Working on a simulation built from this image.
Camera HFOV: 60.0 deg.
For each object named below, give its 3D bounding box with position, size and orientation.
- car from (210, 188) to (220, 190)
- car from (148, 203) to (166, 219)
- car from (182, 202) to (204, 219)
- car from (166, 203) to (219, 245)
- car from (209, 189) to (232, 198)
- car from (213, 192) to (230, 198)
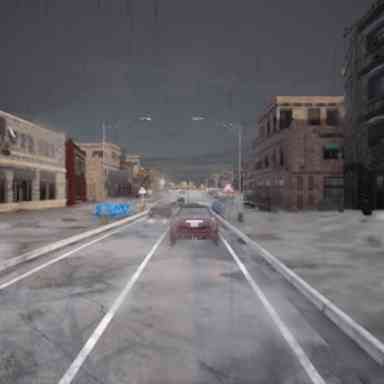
[{"bbox_3d":[8.109,0.498,95.171,4.553,1.767,2.185,0,2,-1],"label":"car"},{"bbox_3d":[-3.027,1.781,32.520,2.033,1.411,5.357,0,0,1],"label":"car"},{"bbox_3d":[0.098,1.790,33.731,2.033,1.411,5.357,0,0,0],"label":"car"},{"bbox_3d":[0.099,1.379,15.772,2.097,1.767,4.553,0,-1,0],"label":"car"},{"bbox_3d":[8.019,0.814,89.664,5.366,1.575,1.946,0,2,-1],"label":"car"},{"bbox_3d":[8.176,0.759,92.424,4.674,1.452,2.002,0,2,-1],"label":"car"}]
